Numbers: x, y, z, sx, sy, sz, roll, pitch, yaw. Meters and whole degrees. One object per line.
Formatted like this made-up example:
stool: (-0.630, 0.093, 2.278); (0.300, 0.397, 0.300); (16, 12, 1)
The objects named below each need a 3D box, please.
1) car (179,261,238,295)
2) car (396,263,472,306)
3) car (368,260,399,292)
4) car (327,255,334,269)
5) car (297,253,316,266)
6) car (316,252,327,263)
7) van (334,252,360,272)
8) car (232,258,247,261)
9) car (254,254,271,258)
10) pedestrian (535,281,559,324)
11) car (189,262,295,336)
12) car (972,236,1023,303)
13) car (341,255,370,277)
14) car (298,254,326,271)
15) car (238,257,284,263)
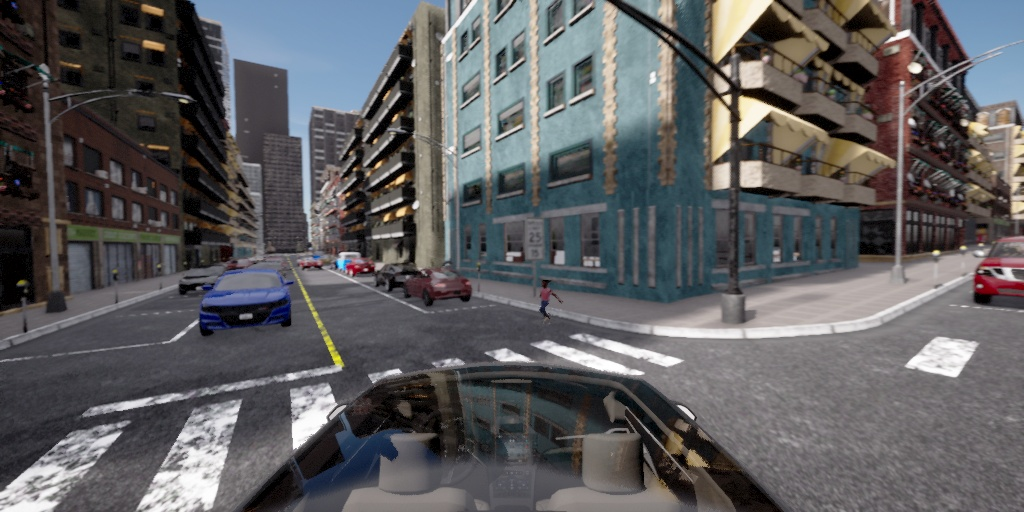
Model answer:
car: (-15.970, 1.144, 18.914); (1.948, 1.339, 4.313); (0, 0, -32)
car: (-2.970, 1.080, 14.061); (1.802, 1.307, 4.207); (0, 0, -32)
car: (-5.928, 0.997, 18.725); (1.948, 1.339, 4.313); (0, 0, -32)
car: (-17.762, 0.733, 37.381); (1.948, 1.339, 4.313); (0, 0, -32)
car: (-27.014, 0.683, 46.933); (1.895, 1.301, 4.718); (-2, 2, -32)
car: (-26.728, 0.498, 51.516); (1.751, 1.417, 4.829); (0, 0, -32)
van: (-14.803, 0.574, 32.717); (1.690, 1.789, 3.998); (0, 0, -32)
car: (-24.845, 0.926, 32.906); (1.888, 1.381, 4.507); (0, 0, -32)
car: (-18.485, 0.885, 27.708); (1.882, 1.535, 5.008); (-2, 2, -32)
pedestrian: (0.881, 0.849, 9.291); (0.375, 1.860, 0.375); (-2, 2, -32)
car: (-7.636, 1.129, 10.573); (1.882, 1.535, 5.008); (-2, 2, -33)
car: (14.949, 0.355, 10.214); (5.009, 1.841, 2.192); (0, 0, -33)
car: (-11.845, 0.844, 28.053); (1.888, 1.381, 4.507); (0, 0, -32)
car: (-21.097, 0.811, 37.690); (1.895, 1.301, 4.718); (-2, 2, -32)
car: (-13.058, 1.034, 19.129); (1.837, 1.490, 4.892); (-2, 2, -32)
